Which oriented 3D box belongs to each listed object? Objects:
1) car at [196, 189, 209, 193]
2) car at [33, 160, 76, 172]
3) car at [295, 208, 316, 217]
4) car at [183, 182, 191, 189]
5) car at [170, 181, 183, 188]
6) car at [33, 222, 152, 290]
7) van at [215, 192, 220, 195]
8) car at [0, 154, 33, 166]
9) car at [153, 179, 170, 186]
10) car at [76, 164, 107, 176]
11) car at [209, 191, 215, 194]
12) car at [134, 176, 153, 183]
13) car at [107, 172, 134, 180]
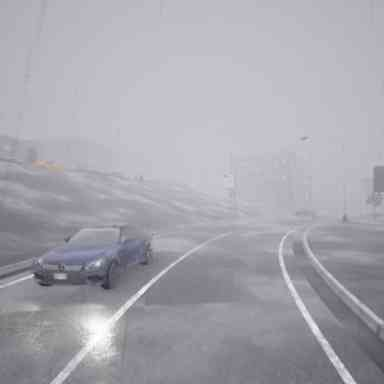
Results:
[{"bbox_3d":[1.838,0.151,79.175,2.002,1.452,4.674,-1,-5,20],"label":"car"},{"bbox_3d":[-16.616,-2.815,38.867,2.097,1.535,5.008,-2,-4,30],"label":"car"},{"bbox_3d":[16.182,2.900,47.434,1.895,1.301,4.718,-2,-3,34],"label":"car"},{"bbox_3d":[-2.088,-0.976,68.907,2.435,2.045,5.566,-1,-4,23],"label":"car"},{"bbox_3d":[-4.266,-1.239,63.742,2.185,1.767,4.553,-1,-4,24],"label":"car"},{"bbox_3d":[-2.483,1.632,9.593,1.812,1.442,4.674,0,-1,10],"label":"car"},{"bbox_3d":[5.449,0.832,89.773,1.878,1.987,4.442,-1,-5,18],"label":"van"},{"bbox_3d":[-19.396,-3.102,34.073,2.002,1.452,4.674,-2,-4,31],"label":"car"},{"bbox_3d":[-6.548,-1.478,58.593,2.231,1.521,4.892,-1,-4,25],"label":"car"},{"bbox_3d":[-13.951,-2.612,43.702,2.185,1.767,4.553,-2,-4,29],"label":"car"},{"bbox_3d":[3.660,0.607,84.389,2.002,1.452,4.674,-1,-5,19],"label":"car"},{"bbox_3d":[-8.854,-1.771,53.694,2.002,1.452,4.674,-1,-4,26],"label":"car"},{"bbox_3d":[-11.308,-2.114,48.762,2.163,1.488,4.792,-1,-4,27],"label":"car"}]
